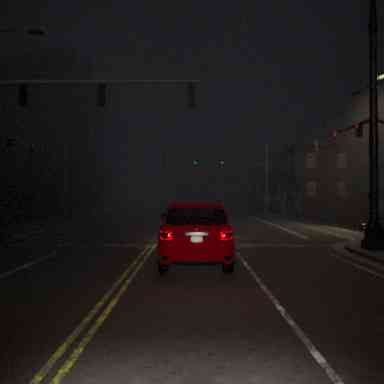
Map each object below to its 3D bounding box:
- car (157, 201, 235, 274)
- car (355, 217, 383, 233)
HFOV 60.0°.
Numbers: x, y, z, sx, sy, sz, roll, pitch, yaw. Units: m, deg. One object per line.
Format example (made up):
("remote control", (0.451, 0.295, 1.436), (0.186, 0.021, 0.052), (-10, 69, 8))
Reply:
("car", (0.094, 1.322, 11.087), (2.150, 2.045, 5.566), (0, -1, -1))
("car", (15.818, 2.810, 26.850), (4.892, 1.490, 1.837), (9, -1, 0))
